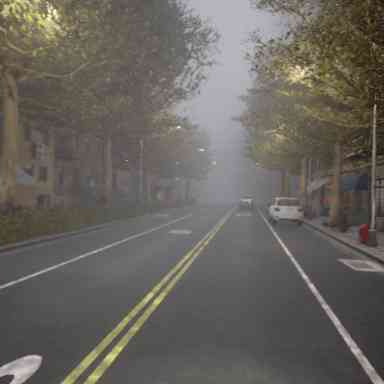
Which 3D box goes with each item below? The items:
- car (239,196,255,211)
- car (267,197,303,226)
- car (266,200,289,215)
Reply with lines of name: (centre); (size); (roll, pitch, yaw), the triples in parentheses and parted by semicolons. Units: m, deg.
car: (7.354, 1.714, 44.920); (2.128, 1.511, 4.902); (2, 0, 10)
car: (7.236, 1.438, 25.964); (2.435, 2.045, 5.566); (2, 0, 9)
car: (10.149, 1.777, 40.042); (2.231, 1.521, 4.892); (2, 0, 9)
